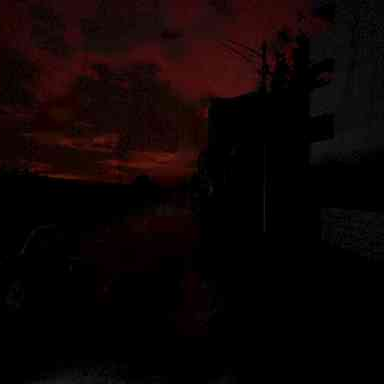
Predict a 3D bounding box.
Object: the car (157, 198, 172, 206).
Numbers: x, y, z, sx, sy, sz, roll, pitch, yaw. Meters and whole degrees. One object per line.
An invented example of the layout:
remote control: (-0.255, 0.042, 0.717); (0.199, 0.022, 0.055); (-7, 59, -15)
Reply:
car: (-4.092, 1.487, 50.144); (1.895, 1.301, 4.718); (0, 0, 0)

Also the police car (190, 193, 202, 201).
police car: (1.164, 1.252, 74.455); (1.930, 1.638, 5.238); (0, 0, 0)

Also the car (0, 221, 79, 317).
car: (-4.104, 1.474, 7.498); (2.128, 1.511, 4.902); (0, 0, 0)
